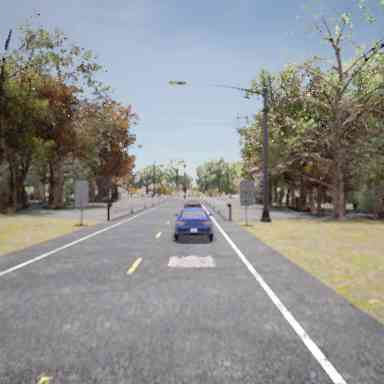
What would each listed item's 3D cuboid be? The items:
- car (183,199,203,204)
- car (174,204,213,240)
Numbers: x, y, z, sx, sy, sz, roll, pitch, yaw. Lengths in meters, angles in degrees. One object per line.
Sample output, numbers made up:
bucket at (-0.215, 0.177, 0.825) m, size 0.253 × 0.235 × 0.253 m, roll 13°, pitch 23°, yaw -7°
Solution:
car at (0.090, 1.536, 34.721) m, size 1.837 × 1.490 × 4.892 m, roll 0°, pitch 0°, yaw 0°
car at (0.087, 1.541, 17.065) m, size 1.812 × 1.442 × 4.674 m, roll 0°, pitch 0°, yaw 0°
